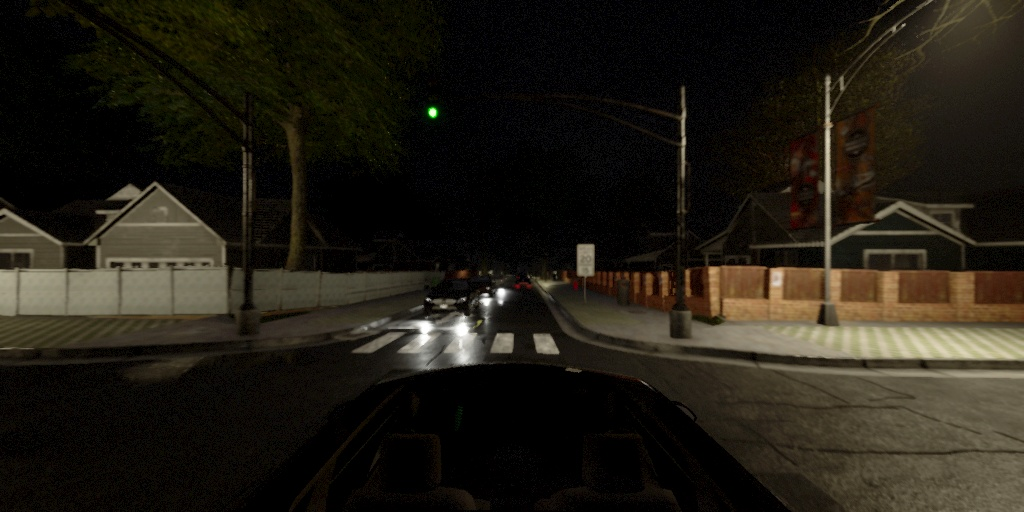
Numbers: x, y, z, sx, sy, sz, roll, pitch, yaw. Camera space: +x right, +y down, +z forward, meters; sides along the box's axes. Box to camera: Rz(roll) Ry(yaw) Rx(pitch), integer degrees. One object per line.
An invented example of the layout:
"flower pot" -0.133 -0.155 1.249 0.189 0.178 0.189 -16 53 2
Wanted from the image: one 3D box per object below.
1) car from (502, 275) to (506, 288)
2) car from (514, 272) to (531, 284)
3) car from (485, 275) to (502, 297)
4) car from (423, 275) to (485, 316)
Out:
"car" -1.700 2.594 37.562 1.895 1.301 4.718 0 -2 2
"car" 1.428 2.851 46.002 1.812 1.442 4.674 0 -2 2
"car" -2.127 2.116 26.125 2.033 1.411 5.357 0 -2 2
"car" -2.502 1.727 15.916 1.812 1.442 4.674 0 -2 2
